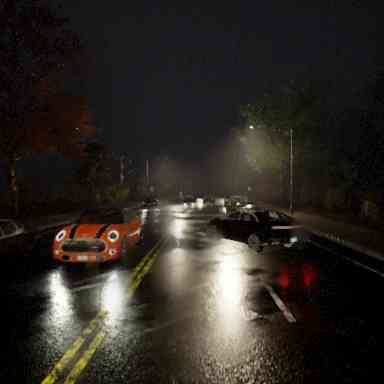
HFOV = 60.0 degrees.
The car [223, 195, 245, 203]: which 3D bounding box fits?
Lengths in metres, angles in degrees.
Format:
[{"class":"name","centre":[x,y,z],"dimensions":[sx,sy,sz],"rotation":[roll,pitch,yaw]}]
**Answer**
[{"class":"car","centre":[4.510,1.149,33.687],"dimensions":[2.097,1.767,4.553],"rotation":[0,0,4]}]

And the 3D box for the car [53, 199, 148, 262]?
[{"class":"car","centre":[-3.071,1.288,11.780],"dimensions":[2.097,1.767,4.553],"rotation":[0,0,2]}]

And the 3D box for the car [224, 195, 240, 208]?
[{"class":"car","centre":[5.267,1.197,44.616],"dimensions":[1.882,1.535,5.008],"rotation":[0,0,4]}]

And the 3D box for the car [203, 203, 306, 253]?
[{"class":"car","centre":[2.376,1.416,13.592],"dimensions":[2.128,1.511,4.902],"rotation":[0,0,-27]}]

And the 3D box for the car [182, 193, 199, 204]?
[{"class":"car","centre":[-0.412,1.213,55.160],"dimensions":[1.994,1.385,4.181],"rotation":[0,0,6]}]

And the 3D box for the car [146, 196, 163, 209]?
[{"class":"car","centre":[-4.835,1.256,41.266],"dimensions":[1.837,1.490,4.892],"rotation":[0,0,4]}]

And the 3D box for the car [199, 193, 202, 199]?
[{"class":"car","centre":[1.881,1.031,78.404],"dimensions":[2.033,1.411,5.357],"rotation":[0,0,-42]}]

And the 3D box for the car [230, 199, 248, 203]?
[{"class":"car","centre":[3.926,1.432,22.810],"dimensions":[1.994,1.385,4.181],"rotation":[0,0,3]}]

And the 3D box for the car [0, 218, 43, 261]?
[{"class":"car","centre":[-6.395,1.495,9.746],"dimensions":[2.033,1.411,5.357],"rotation":[0,0,2]}]

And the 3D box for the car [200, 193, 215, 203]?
[{"class":"car","centre":[2.877,1.246,55.193],"dimensions":[1.895,1.301,4.718],"rotation":[0,0,6]}]
